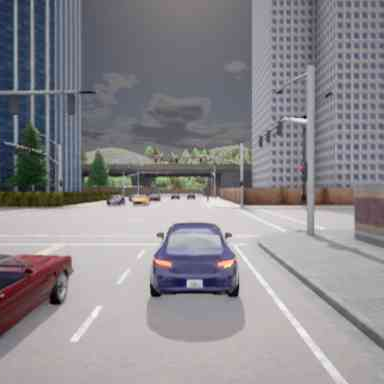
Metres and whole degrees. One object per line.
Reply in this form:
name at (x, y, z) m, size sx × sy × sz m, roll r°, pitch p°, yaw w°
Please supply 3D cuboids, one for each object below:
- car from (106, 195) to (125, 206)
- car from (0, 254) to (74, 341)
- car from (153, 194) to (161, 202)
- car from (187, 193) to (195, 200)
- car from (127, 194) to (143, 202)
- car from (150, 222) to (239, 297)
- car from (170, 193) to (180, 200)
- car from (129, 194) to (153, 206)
car at (-10.686, 1.186, 46.916) m, size 2.128 × 1.511 × 4.902 m, roll 0°, pitch 0°, yaw 0°
car at (-3.450, 1.567, 5.021) m, size 1.895 × 1.301 × 4.718 m, roll 0°, pitch 0°, yaw 0°
car at (-7.160, 1.057, 64.689) m, size 1.882 × 1.535 × 5.008 m, roll 0°, pitch 0°, yaw 0°
car at (-0.162, 0.992, 74.563) m, size 1.837 × 1.490 × 4.892 m, roll 0°, pitch 0°, yaw 0°
car at (-10.675, 1.084, 62.685) m, size 2.128 × 1.511 × 4.902 m, roll 0°, pitch 0°, yaw 0°
car at (0.060, 1.471, 8.289) m, size 1.812 × 1.442 × 4.674 m, roll 0°, pitch 0°, yaw 0°
car at (-3.662, 1.016, 74.556) m, size 1.812 × 1.442 × 4.674 m, roll 0°, pitch 0°, yaw 0°
car at (-7.184, 1.172, 47.025) m, size 1.882 × 1.535 × 5.008 m, roll 0°, pitch 0°, yaw 0°
